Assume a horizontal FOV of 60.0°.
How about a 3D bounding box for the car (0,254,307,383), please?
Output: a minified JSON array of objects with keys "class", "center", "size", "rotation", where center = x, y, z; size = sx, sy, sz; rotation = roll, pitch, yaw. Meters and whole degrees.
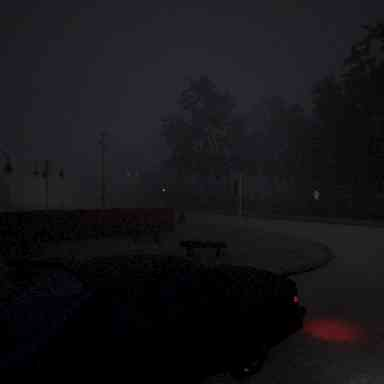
[{"class":"car","center":[-0.903,1.547,3.960],"size":[5.357,1.411,2.033],"rotation":[0,0,-35]}]
